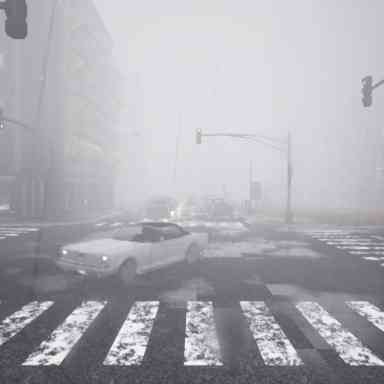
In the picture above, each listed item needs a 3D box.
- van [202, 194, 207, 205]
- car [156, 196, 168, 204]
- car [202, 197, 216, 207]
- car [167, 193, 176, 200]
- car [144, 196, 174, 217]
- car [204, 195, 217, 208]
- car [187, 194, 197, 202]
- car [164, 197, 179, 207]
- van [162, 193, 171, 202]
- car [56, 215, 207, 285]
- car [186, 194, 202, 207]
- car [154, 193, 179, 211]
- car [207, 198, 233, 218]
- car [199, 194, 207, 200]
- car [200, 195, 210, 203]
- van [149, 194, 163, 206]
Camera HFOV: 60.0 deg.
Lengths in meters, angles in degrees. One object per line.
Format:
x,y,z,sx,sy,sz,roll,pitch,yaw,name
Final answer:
2.668,1.295,46.924,1.690,1.788,3.998,-1,0,0,van
-5.669,1.470,63.833,1.887,1.381,4.507,-1,0,0,car
2.673,1.490,52.570,1.887,1.381,4.507,-1,0,0,car
-5.657,1.173,92.065,2.192,1.841,5.009,-1,0,0,car
-3.079,1.453,31.217,1.882,1.535,5.008,0,0,0,car
2.663,1.410,35.632,1.967,1.590,4.097,-1,0,0,car
0.064,1.264,71.014,2.097,1.767,4.553,0,0,0,car
-3.053,1.513,50.497,1.994,1.385,4.181,0,0,0,car
-5.666,1.242,75.127,1.690,1.788,3.998,-1,0,0,van
-1.465,1.596,9.803,1.895,1.301,4.718,0,0,32,car
0.126,1.497,49.856,2.033,1.411,5.357,0,0,0,car
-3.069,1.315,40.532,2.097,1.767,4.553,0,0,0,car
2.662,1.522,29.987,1.887,1.381,4.507,-1,0,0,car
2.725,1.313,86.445,1.967,1.590,4.097,-1,0,0,car
2.686,1.353,69.507,1.967,1.590,4.097,-1,0,0,car
-5.677,1.287,52.541,1.690,1.788,3.998,-1,0,0,van
